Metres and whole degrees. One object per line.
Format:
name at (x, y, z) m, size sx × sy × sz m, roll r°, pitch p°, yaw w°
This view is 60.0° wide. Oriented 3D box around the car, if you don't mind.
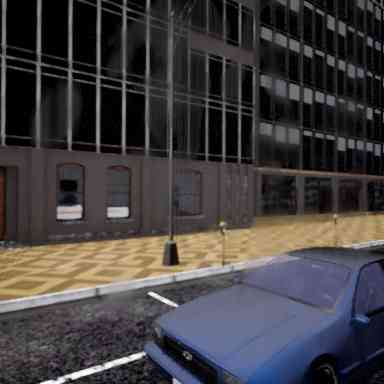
car at (2.059, 1.566, 4.839) m, size 5.357 × 1.411 × 2.033 m, roll 0°, pitch 0°, yaw -35°
